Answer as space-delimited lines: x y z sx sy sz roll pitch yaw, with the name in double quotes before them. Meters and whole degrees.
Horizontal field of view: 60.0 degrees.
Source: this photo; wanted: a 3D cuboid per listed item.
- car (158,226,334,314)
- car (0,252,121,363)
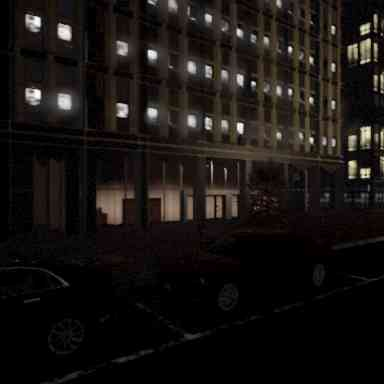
"car" 1.367 1.516 7.533 4.507 1.381 1.887 0 0 -36
"car" -3.139 1.552 4.316 4.403 1.369 2.008 0 0 -36
